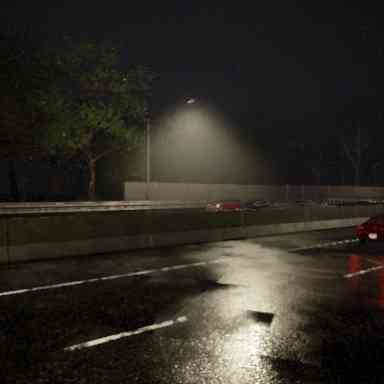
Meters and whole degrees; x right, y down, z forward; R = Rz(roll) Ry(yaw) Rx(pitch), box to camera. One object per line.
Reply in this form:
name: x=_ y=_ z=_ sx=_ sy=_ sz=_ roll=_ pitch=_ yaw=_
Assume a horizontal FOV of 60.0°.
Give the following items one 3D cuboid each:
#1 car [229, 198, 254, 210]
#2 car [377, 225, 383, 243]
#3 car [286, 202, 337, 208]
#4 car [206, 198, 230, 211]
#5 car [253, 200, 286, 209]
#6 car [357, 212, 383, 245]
car: x=6.571 y=1.600 z=34.467 sx=4.892 sy=1.490 sz=1.837 roll=0 pitch=0 yaw=-35
car: x=6.973 y=1.602 z=8.724 sx=4.181 sy=1.385 sz=1.994 roll=0 pitch=0 yaw=-35
car: x=10.897 y=1.589 z=28.953 sx=4.902 sy=1.511 sz=2.128 roll=0 pitch=0 yaw=-35
car: x=3.724 y=1.442 z=36.365 sx=4.553 sy=1.767 sz=2.097 roll=0 pitch=0 yaw=-37
car: x=8.716 y=1.644 z=31.700 sx=5.357 sy=1.411 sz=2.033 roll=0 pitch=0 yaw=-35
car: x=9.021 y=1.583 z=14.478 sx=4.674 sy=1.442 sz=1.812 roll=0 pitch=0 yaw=-35
